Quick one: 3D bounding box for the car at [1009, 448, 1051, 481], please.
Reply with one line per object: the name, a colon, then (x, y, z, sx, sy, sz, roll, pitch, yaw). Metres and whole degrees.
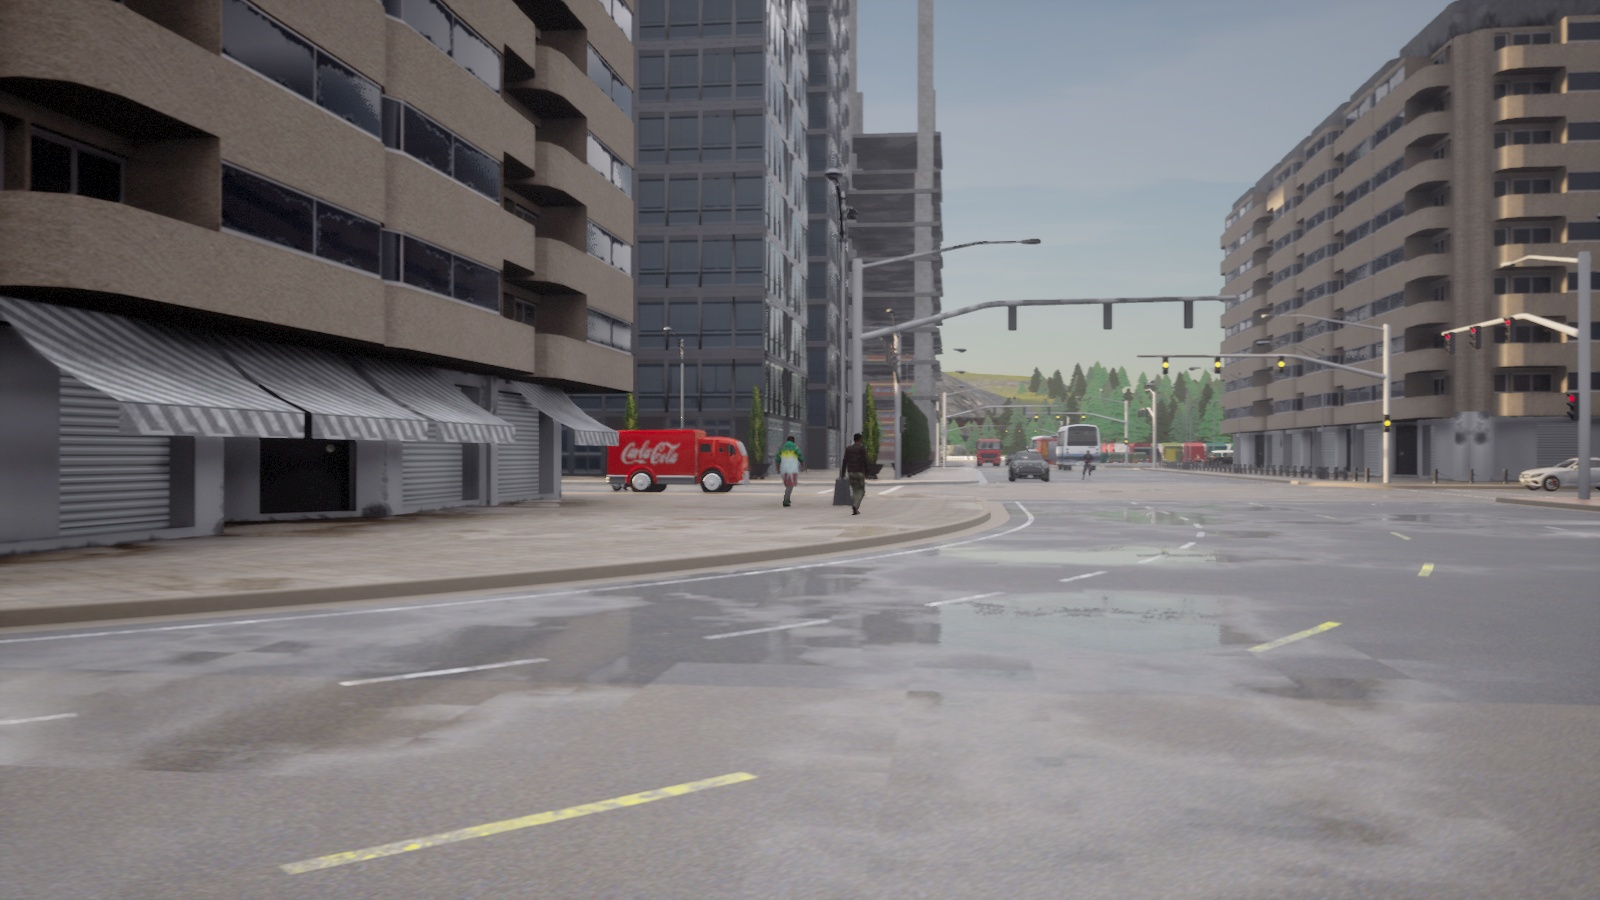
car: (12.599, 0.790, 69.045, 2.097, 1.767, 4.553, 0, 0, 8)

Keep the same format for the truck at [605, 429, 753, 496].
truck: (-4.571, 0.479, 48.088, 5.204, 2.467, 2.627, 0, 0, 7)

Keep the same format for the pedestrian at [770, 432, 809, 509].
pedestrian: (-0.270, 0.517, 32.351, 0.659, 1.952, 0.873, 0, 0, 30)

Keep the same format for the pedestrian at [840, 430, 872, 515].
pedestrian: (1.224, 0.482, 27.340, 0.431, 1.840, 0.703, 0, 0, 30)

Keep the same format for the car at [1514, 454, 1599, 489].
car: (33.453, 0.909, 53.730, 4.674, 1.442, 1.812, 0, 0, 7)
